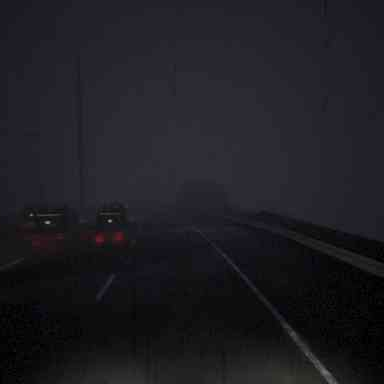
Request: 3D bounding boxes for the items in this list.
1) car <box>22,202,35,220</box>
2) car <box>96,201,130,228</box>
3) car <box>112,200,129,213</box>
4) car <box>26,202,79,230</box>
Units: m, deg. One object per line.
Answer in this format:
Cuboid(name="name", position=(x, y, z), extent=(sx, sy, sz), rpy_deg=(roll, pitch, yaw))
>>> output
Cuboid(name="car", position=(-13.575, 1.633, 29.603), extent=(1.837, 1.490, 4.892), rpy_deg=(0, 0, -11))
Cuboid(name="car", position=(-5.364, 1.564, 22.824), extent=(2.128, 1.511, 4.902), rpy_deg=(0, 0, -8))
Cuboid(name="car", position=(-8.748, 1.726, 40.519), extent=(1.895, 1.301, 4.718), rpy_deg=(0, 0, -13))
Cuboid(name="car", position=(-8.768, 1.580, 21.875), extent=(2.128, 1.511, 4.902), rpy_deg=(0, 0, -8))
